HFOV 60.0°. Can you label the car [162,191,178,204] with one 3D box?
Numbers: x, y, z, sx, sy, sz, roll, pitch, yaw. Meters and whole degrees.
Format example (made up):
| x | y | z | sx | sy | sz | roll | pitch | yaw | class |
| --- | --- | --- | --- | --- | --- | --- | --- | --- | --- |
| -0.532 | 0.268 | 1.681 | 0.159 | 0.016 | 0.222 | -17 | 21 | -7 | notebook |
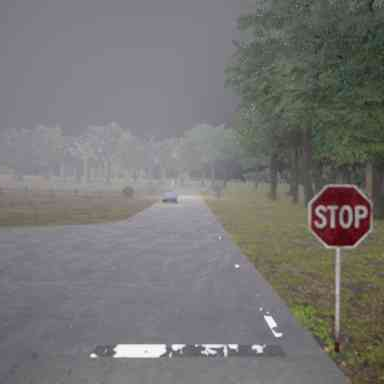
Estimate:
| x | y | z | sx | sy | sz | roll | pitch | yaw | class |
| --- | --- | --- | --- | --- | --- | --- | --- | --- | --- |
| -2.868 | 0.724 | 43.519 | 1.882 | 1.535 | 5.008 | 0 | 2 | 0 | car |
